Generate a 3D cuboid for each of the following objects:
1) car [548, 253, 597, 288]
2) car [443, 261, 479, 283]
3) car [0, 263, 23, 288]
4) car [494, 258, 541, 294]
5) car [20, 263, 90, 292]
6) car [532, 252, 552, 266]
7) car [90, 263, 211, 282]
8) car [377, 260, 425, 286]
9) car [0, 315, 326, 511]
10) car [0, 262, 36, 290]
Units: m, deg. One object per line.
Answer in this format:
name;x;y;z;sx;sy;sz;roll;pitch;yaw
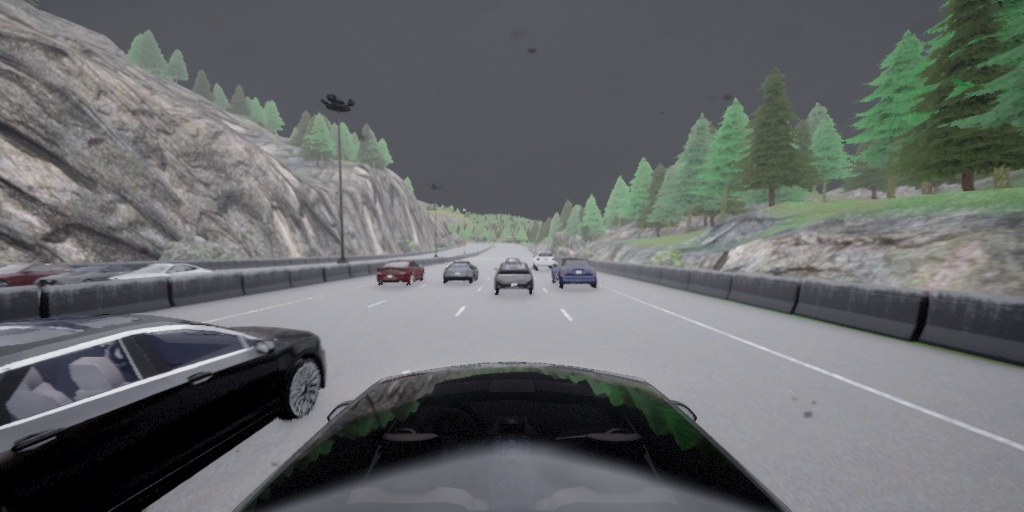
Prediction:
car;3.593;0.875;21.415;2.097;1.767;4.553;0;1;0
car;-3.408;1.053;24.412;1.994;1.385;4.181;0;1;0
car;-24.605;1.088;18.147;1.812;1.442;4.674;0;1;0
car;0.095;1.049;18.394;2.128;1.511;4.902;0;1;0
car;-21.104;1.124;18.292;1.994;1.385;4.181;0;1;0
car;3.587;0.519;40.786;2.150;2.045;5.566;0;0;0
car;-17.605;1.087;18.180;1.812;1.442;4.674;0;1;0
car;-6.907;0.986;22.751;1.882;1.535;5.008;0;1;0
car;-3.400;1.228;2.861;2.128;1.511;4.902;0;1;0
car;-28.104;1.088;18.119;1.812;1.442;4.674;0;1;0
